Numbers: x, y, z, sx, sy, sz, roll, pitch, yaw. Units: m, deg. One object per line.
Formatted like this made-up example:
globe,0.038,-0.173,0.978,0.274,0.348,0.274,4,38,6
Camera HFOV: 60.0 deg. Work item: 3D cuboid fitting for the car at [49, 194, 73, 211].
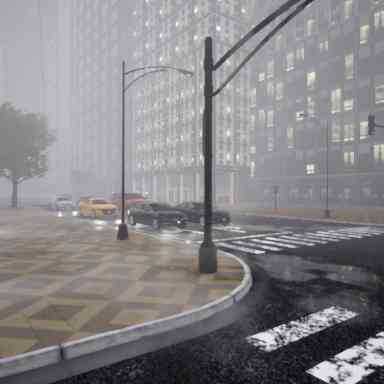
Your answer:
car,-13.932,1.215,35.605,1.812,1.442,4.674,0,0,-37

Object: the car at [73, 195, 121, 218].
car,-7.808,1.253,27.371,1.882,1.535,5.008,0,0,-37

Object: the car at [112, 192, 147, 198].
car,-5.514,1.007,29.726,2.150,2.045,5.566,0,0,-37

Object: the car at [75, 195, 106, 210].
car,-11.679,1.176,38.024,1.882,1.535,5.008,0,0,-37

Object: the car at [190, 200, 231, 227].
car,0.421,1.344,21.763,1.882,1.535,5.008,0,0,-37

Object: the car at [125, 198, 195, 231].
car,-2.153,1.357,19.777,1.837,1.490,4.892,0,0,-37
